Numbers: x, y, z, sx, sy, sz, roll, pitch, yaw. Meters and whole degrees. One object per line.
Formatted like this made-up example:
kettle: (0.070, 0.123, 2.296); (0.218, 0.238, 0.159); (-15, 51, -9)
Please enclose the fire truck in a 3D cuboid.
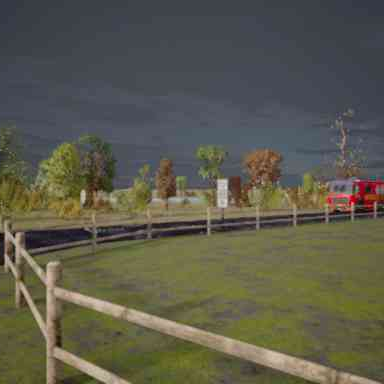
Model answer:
fire truck: (18.773, 0.343, 37.218); (8.468, 3.827, 2.891); (0, 0, -36)
